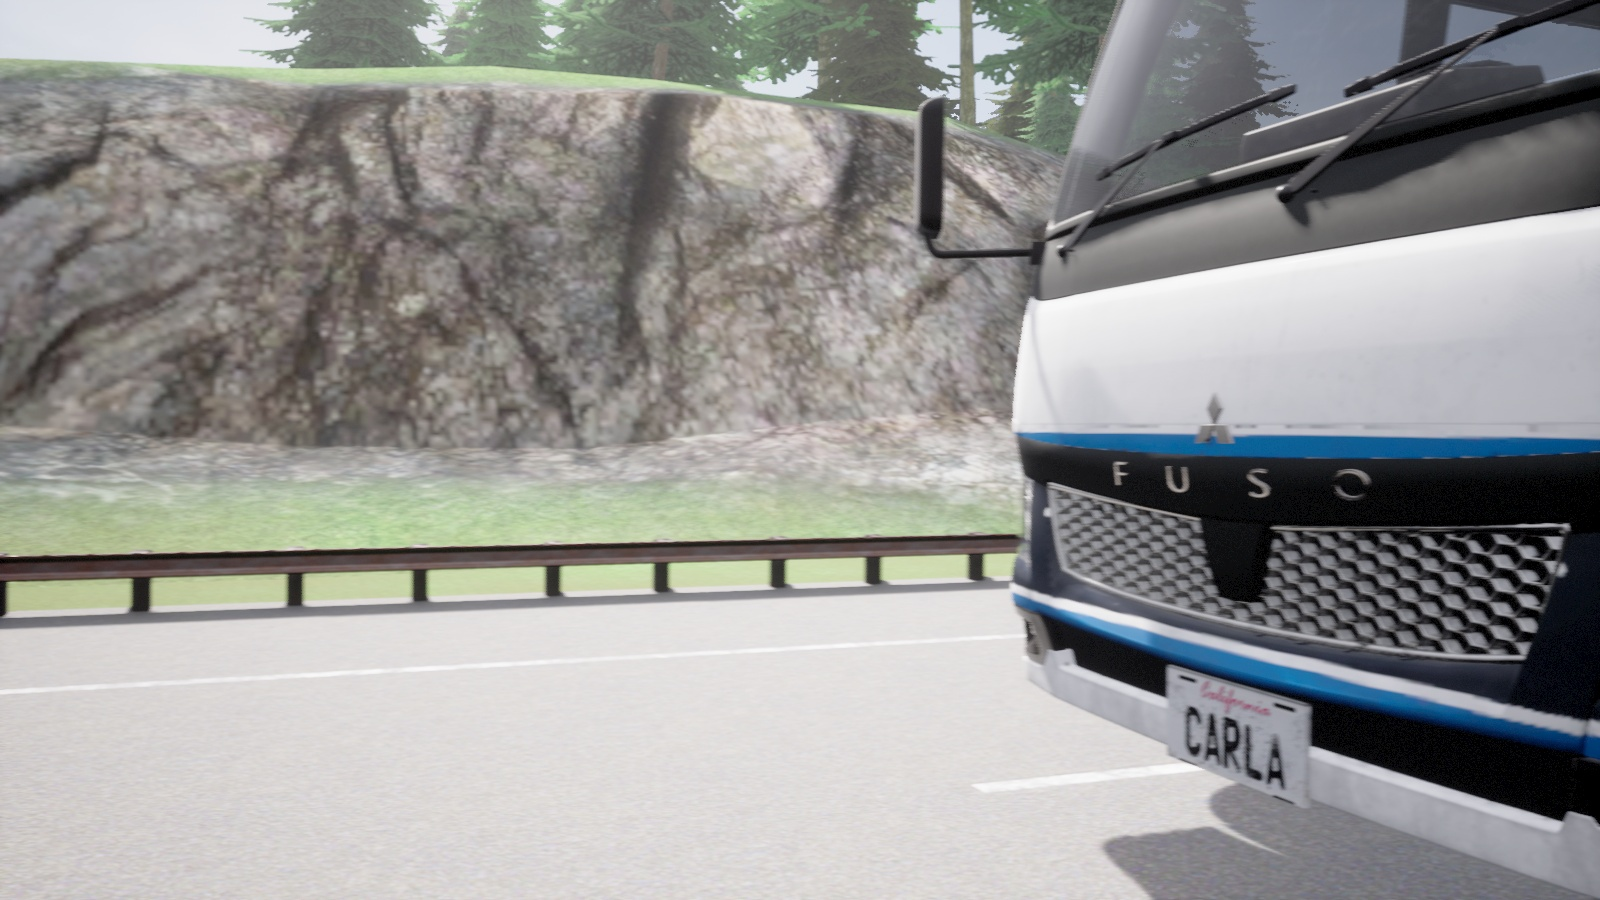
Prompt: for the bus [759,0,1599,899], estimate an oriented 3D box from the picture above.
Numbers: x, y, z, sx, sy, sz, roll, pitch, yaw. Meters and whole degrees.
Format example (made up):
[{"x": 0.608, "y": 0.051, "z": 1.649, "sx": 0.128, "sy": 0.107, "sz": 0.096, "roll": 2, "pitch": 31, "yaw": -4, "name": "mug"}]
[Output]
[{"x": 5.341, "y": -0.722, "z": 5.250, "sx": 10.273, "sy": 4.253, "sz": 3.944, "roll": -1, "pitch": 1, "yaw": -21, "name": "bus"}]
